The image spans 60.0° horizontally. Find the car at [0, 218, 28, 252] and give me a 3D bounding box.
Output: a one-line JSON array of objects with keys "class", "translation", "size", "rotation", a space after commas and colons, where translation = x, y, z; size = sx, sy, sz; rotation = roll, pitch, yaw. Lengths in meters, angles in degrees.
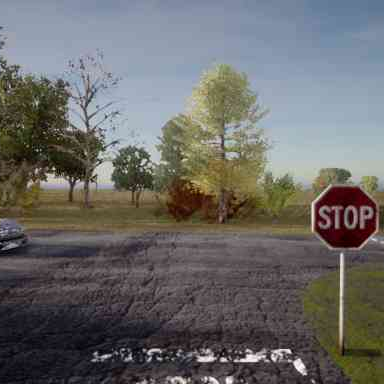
[{"class": "car", "translation": [-8.516, 1.278, 12.401], "size": [4.553, 1.767, 2.097], "rotation": [1, 1, 15]}]
